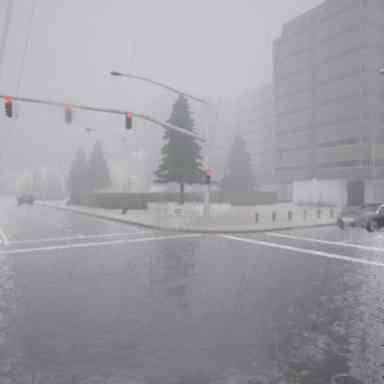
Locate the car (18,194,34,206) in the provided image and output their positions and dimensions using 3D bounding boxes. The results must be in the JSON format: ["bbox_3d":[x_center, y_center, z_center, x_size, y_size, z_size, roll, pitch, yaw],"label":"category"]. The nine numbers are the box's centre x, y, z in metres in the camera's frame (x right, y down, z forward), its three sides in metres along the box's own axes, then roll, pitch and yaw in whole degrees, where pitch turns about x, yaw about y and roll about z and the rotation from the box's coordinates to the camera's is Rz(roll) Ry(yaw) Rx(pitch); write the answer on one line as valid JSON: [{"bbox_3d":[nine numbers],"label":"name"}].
[{"bbox_3d":[-29.049,1.305,58.166,2.150,2.045,5.566,0,0,-32],"label":"car"}]

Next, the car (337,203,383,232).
[{"bbox_3d":[10.369,1.388,19.103,4.902,1.511,2.128,0,0,-32],"label":"car"}]
